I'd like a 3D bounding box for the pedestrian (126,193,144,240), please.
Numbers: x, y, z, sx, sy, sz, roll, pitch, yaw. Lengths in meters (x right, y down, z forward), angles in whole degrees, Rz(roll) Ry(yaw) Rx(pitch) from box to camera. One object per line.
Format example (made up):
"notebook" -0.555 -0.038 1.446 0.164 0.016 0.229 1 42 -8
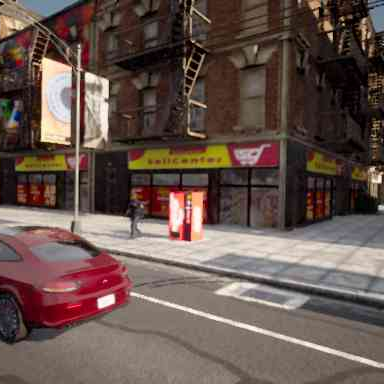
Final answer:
"pedestrian" -2.164 0.893 12.735 0.375 1.860 0.375 2 1 33

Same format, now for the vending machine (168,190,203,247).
"vending machine" -0.250 0.983 13.111 0.880 2.100 1.100 2 1 34

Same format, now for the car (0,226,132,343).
"car" -3.159 1.360 6.109 4.674 1.442 1.812 2 1 33
